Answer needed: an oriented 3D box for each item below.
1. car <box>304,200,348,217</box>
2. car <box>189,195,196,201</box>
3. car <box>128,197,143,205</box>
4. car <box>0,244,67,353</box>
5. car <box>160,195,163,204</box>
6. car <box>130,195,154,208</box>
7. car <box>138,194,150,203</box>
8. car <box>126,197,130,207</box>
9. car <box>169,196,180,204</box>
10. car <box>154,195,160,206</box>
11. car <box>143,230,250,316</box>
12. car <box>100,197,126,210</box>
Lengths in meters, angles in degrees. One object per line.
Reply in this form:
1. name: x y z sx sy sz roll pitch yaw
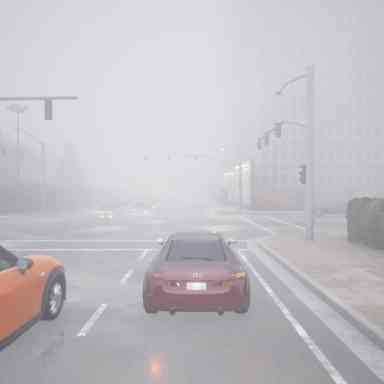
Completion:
1. car: 13.142 1.547 31.381 4.902 1.511 2.128 0 0 0
2. car: 0.132 1.552 84.548 1.994 1.385 4.181 0 0 0
3. car: -10.460 1.601 61.916 1.895 1.301 4.718 0 0 0
4. car: -3.433 1.352 4.464 2.097 1.767 4.553 0 0 1
5. car: -6.922 1.352 66.085 2.097 1.767 4.553 0 0 1
6. car: -7.012 1.352 47.065 2.097 1.767 4.553 0 0 0
7. car: -10.387 1.355 72.246 2.097 1.767 4.553 0 0 0
8. car: -10.507 1.477 52.616 1.882 1.535 5.008 0 0 0
9. car: -3.299 1.477 64.402 1.882 1.535 5.008 0 0 0
10. car: -6.995 1.505 56.007 1.837 1.490 4.892 0 0 0
11. car: 0.089 1.564 7.638 1.994 1.385 4.181 0 0 0
12. car: -10.535 1.491 43.467 2.128 1.511 4.902 0 0 1
